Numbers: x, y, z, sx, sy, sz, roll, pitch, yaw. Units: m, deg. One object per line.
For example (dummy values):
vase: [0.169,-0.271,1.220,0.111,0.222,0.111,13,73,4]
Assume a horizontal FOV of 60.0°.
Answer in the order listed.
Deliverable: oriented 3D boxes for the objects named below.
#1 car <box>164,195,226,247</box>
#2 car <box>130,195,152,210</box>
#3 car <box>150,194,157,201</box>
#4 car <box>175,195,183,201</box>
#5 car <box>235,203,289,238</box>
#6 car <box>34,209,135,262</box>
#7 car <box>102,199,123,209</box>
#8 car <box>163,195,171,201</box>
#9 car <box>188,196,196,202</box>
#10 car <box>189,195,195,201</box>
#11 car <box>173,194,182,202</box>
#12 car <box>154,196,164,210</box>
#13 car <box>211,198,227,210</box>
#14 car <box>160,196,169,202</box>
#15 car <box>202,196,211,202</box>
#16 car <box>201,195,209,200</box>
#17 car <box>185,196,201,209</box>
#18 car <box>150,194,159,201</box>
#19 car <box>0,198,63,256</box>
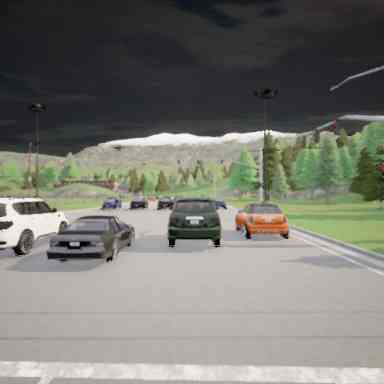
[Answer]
car: [0.100,1.242,15.300,2.150,2.045,5.566,0,0,0]
car: [-6.901,1.534,43.978,1.882,1.535,5.008,0,0,0]
car: [-10.504,1.464,84.579,2.097,1.767,4.553,0,0,0]
car: [-3.505,1.660,93.278,2.033,1.411,5.357,0,0,0]
car: [3.599,1.375,17.832,2.097,1.767,4.553,0,0,0]
car: [-3.401,1.563,12.155,2.033,1.411,5.357,0,0,0]
car: [-10.402,1.582,43.338,1.812,1.442,4.674,0,0,0]
car: [-7.005,1.660,93.521,2.033,1.411,5.357,0,0,0]
car: [-0.004,1.698,79.690,1.895,1.301,4.718,0,0,0]
car: [-0.005,1.598,93.301,1.882,1.535,5.008,0,0,0]
car: [-3.504,1.461,82.329,2.097,1.767,4.553,0,0,0]
car: [-3.401,1.534,43.742,1.882,1.535,5.008,0,0,0]
car: [3.600,1.584,45.539,1.812,1.442,4.674,0,0,0]
car: [-7.004,1.633,84.223,1.812,1.442,4.674,0,0,0]
car: [3.496,1.645,81.975,2.033,1.411,5.357,0,0,0]
car: [3.495,1.615,92.600,1.994,1.385,4.181,0,0,0]
car: [0.098,1.411,45.923,2.097,1.767,4.553,0,0,0]
car: [-10.505,1.476,93.384,2.097,1.767,4.553,0,0,0]
car: [-6.899,1.240,13.268,2.150,2.045,5.566,0,0,0]
